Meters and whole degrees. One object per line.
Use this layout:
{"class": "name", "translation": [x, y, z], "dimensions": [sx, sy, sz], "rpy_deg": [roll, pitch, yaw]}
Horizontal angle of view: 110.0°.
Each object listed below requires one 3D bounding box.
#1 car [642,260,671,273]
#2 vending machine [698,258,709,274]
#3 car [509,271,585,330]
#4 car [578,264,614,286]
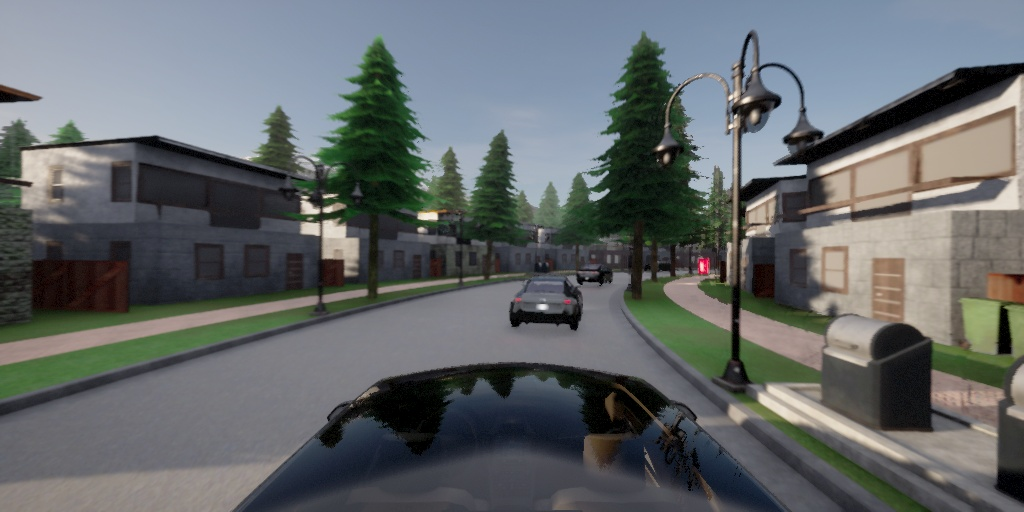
{"class": "car", "translation": [19.715, 1.308, 48.798], "dimensions": [4.553, 1.767, 2.097], "rpy_deg": [1, 0, -38]}
{"class": "vending machine", "translation": [21.993, 1.170, 41.222], "dimensions": [0.880, 2.100, 1.100], "rpy_deg": [0, 0, -42]}
{"class": "car", "translation": [1.202, 1.327, 11.409], "dimensions": [1.994, 1.385, 4.181], "rpy_deg": [1, 0, 12]}
{"class": "car", "translation": [6.074, 1.309, 26.023], "dimensions": [2.128, 1.511, 4.902], "rpy_deg": [0, 0, 27]}
